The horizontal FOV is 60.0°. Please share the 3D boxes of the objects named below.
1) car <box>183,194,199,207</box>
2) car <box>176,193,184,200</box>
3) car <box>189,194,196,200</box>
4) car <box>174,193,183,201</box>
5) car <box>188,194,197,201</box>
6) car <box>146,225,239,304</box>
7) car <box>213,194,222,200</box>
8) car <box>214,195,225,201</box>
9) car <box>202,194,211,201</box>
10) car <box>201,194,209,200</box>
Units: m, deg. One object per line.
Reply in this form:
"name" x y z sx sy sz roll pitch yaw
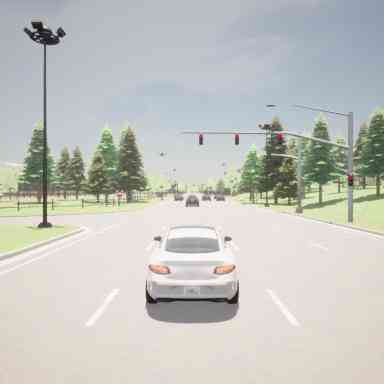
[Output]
"car" 0.070 1.352 51.896 2.097 1.767 4.553 0 0 0
"car" -3.375 1.188 92.933 2.097 1.767 4.553 0 0 0
"car" 0.125 1.332 92.959 1.837 1.490 4.892 0 0 0
"car" -3.389 1.544 82.927 1.994 1.385 4.181 0 0 0
"car" 0.111 1.348 82.925 2.097 1.767 4.553 0 0 0
"car" 0.017 1.526 8.022 1.812 1.442 4.674 0 0 0
"car" 7.125 1.385 92.949 1.994 1.385 4.181 0 0 0
"car" 7.111 1.517 82.529 2.128 1.511 4.902 0 0 0
"car" 3.611 1.348 82.921 2.097 1.767 4.553 0 0 0
"car" 3.625 1.372 92.954 2.033 1.411 5.357 0 0 0
